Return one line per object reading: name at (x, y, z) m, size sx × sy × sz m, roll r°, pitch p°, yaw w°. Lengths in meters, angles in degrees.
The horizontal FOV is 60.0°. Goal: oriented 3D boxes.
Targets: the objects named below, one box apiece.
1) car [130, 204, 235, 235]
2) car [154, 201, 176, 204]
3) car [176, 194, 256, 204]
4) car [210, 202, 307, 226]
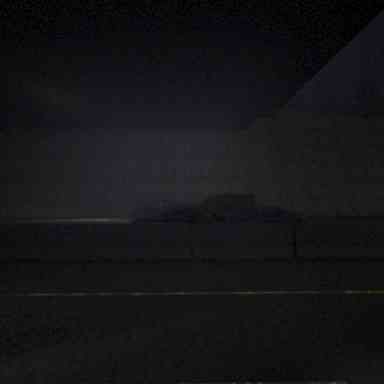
car at (-0.605, 1.477, 16.168) m, size 4.892 × 1.490 × 1.837 m, roll 0°, pitch 0°, yaw -1°
car at (-2.333, 1.450, 26.637) m, size 4.902 × 1.511 × 2.128 m, roll 0°, pitch 0°, yaw -1°
car at (1.849, 1.175, 23.215) m, size 5.566 × 2.045 × 2.150 m, roll 0°, pitch 0°, yaw -1°
car at (3.950, 1.502, 19.755) m, size 5.357 × 1.411 × 2.033 m, roll 0°, pitch 0°, yaw -1°
